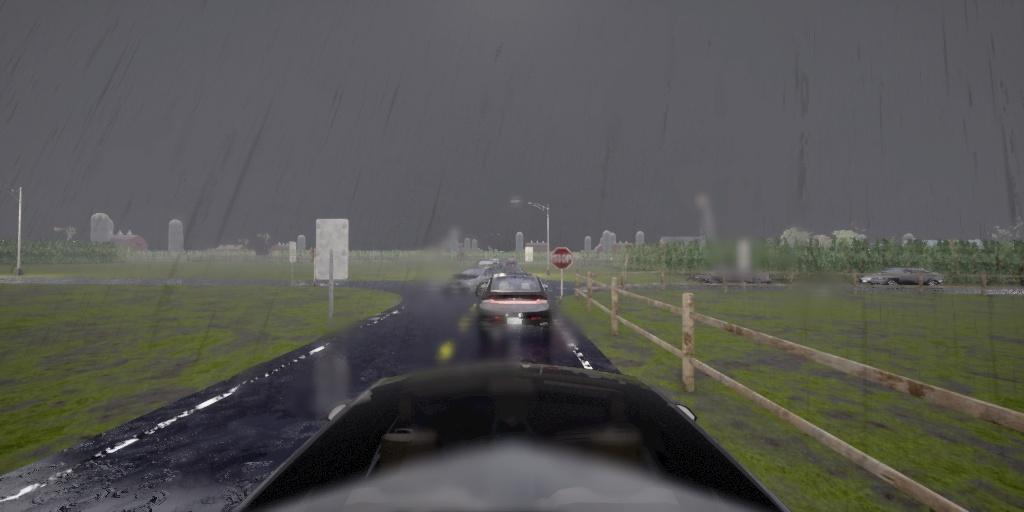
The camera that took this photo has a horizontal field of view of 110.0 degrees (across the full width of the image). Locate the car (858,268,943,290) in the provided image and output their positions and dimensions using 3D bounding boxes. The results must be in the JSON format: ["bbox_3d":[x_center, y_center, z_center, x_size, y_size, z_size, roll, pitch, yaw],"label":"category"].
[{"bbox_3d":[28.229,1.607,26.166,4.902,1.511,2.128,1,-1,0],"label":"car"}]

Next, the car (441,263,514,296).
[{"bbox_3d":[-1.827,1.284,18.725,1.994,1.385,4.181,0,1,25],"label":"car"}]

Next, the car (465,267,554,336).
[{"bbox_3d":[0.079,1.242,10.356,2.128,1.511,4.902,0,0,0],"label":"car"}]

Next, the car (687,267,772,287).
[{"bbox_3d":[15.802,1.514,26.173,5.357,1.411,2.033,1,-1,0],"label":"car"}]

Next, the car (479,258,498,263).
[{"bbox_3d":[-2.959,1.214,40.886,1.882,1.535,5.008,0,0,0],"label":"car"}]

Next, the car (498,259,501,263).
[{"bbox_3d":[-2.981,1.292,49.863,1.994,1.385,4.181,0,0,0],"label":"car"}]
